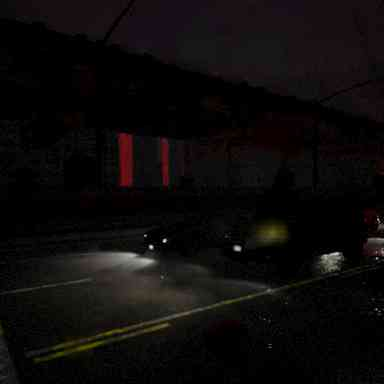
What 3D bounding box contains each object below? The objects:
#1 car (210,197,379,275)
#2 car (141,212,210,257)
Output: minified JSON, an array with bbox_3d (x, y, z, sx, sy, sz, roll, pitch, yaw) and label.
[{"bbox_3d":[3.496,1.191,10.785,5.566,2.045,2.150,0,0,-36],"label":"car"},{"bbox_3d":[0.751,1.520,13.122,5.357,1.411,2.033,0,0,-35],"label":"car"}]
